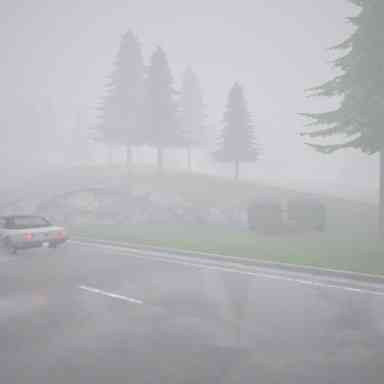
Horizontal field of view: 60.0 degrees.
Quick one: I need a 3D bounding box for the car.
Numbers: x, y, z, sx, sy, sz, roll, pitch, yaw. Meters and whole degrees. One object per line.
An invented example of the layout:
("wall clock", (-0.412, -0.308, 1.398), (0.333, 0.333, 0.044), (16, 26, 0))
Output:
("car", (-7.105, 1.601, 13.354), (4.718, 1.301, 1.895), (0, 0, 35))
